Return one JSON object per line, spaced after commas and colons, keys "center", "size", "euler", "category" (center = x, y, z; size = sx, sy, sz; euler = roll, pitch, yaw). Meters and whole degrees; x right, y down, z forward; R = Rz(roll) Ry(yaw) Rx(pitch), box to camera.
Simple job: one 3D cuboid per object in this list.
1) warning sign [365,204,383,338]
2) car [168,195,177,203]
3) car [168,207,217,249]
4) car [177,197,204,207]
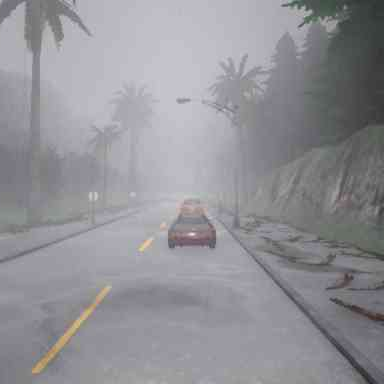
{"center": [3.350, 1.117, 4.653], "size": [1.300, 1.860, 1.060], "euler": [0, 0, 0], "category": "warning sign"}
{"center": [-3.999, 1.491, 71.817], "size": [1.882, 1.535, 5.008], "euler": [0, 0, 0], "category": "car"}
{"center": [0.000, 1.578, 14.650], "size": [1.994, 1.385, 4.181], "euler": [0, 0, 0], "category": "car"}
{"center": [0.001, 1.378, 29.620], "size": [2.097, 1.767, 4.553], "euler": [0, 0, 0], "category": "car"}
